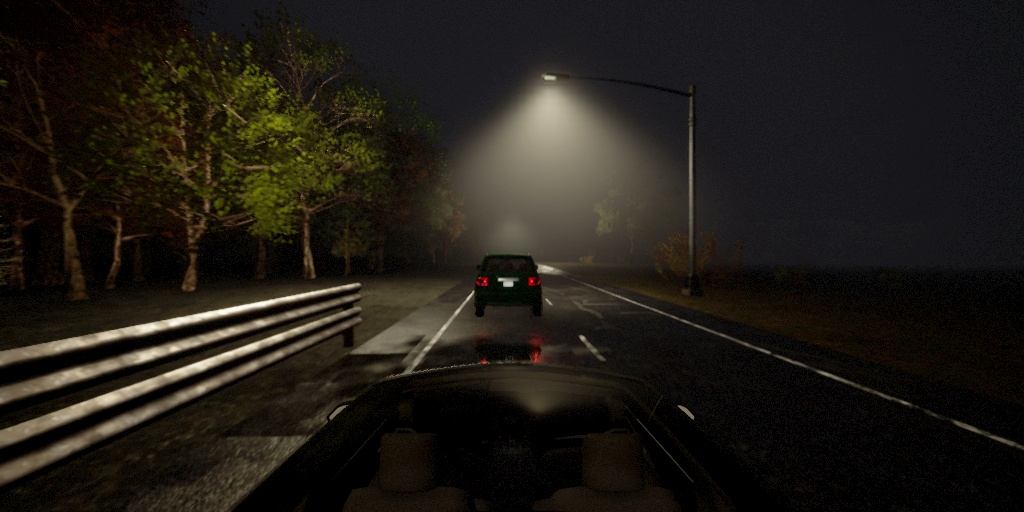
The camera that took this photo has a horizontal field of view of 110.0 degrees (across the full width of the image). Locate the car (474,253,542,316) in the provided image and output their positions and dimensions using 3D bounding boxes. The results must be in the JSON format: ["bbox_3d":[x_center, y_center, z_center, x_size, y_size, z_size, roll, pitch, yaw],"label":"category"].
[{"bbox_3d":[-0.158,0.911,13.279,2.150,2.045,5.566,0,0,-1],"label":"car"}]
